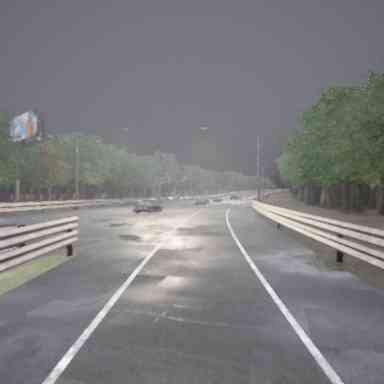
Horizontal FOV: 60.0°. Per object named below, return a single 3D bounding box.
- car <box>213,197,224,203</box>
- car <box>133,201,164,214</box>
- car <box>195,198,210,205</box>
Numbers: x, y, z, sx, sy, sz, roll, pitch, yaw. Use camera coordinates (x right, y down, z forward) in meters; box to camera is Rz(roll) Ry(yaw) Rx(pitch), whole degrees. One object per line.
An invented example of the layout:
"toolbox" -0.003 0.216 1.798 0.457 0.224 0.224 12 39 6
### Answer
"car" 6.408 1.866 80.174 1.895 1.301 4.718 0 0 15
"car" -4.837 1.724 37.505 2.033 1.411 5.357 0 0 15
"car" 2.067 1.778 63.690 2.033 1.411 5.357 0 0 15
